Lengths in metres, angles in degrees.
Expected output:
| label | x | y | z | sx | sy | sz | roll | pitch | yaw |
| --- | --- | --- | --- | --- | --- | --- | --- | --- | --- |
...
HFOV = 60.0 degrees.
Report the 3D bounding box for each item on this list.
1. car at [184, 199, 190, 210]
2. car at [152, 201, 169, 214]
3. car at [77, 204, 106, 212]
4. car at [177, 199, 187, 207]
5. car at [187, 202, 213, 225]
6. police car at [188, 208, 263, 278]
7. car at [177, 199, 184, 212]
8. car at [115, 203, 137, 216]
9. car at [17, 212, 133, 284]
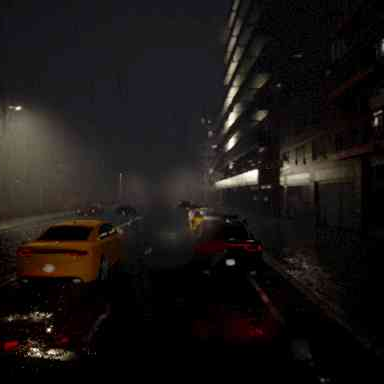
| label | x | y | z | sx | sy | sz | roll | pitch | yaw |
| --- | --- | --- | --- | --- | --- | --- | --- | --- | --- |
| car | 0.625 | 1.624 | 26.646 | 2.097 | 1.767 | 4.553 | 0 | -1 | -1 |
| car | -4.004 | 1.917 | 42.018 | 1.882 | 1.535 | 5.008 | 0 | -1 | -2 |
| car | -10.443 | 1.965 | 34.676 | 1.895 | 1.301 | 4.718 | 0 | -1 | -2 |
| car | -2.164 | 2.165 | 68.023 | 1.882 | 1.535 | 5.008 | 0 | -1 | -4 |
| car | 0.757 | 1.667 | 20.834 | 1.801 | 1.575 | 5.366 | 0 | -1 | -1 |
| police car | 0.914 | 1.533 | 10.703 | 1.930 | 1.638 | 5.238 | 0 | -1 | -1 |
| car | -0.994 | 1.990 | 46.260 | 1.837 | 1.490 | 4.892 | 0 | 0 | -2 |
| car | -7.260 | 1.948 | 36.695 | 1.994 | 1.385 | 4.181 | 0 | -1 | -2 |
| car | -3.213 | 1.580 | 9.908 | 1.882 | 1.535 | 5.008 | 0 | 0 | -1 |
